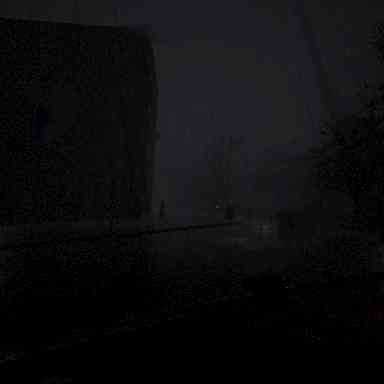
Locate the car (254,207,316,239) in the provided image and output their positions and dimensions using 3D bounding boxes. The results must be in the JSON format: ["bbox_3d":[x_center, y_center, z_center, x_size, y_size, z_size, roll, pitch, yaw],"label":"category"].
[{"bbox_3d":[5.085,1.566,17.727,1.837,1.490,4.892,2,0,40],"label":"car"}]

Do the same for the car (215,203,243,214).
[{"bbox_3d":[5.993,2.606,53.750,4.553,1.767,2.097,3,-2,18],"label":"car"}]

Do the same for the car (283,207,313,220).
[{"bbox_3d":[13.606,2.789,42.466,2.128,1.511,4.902,1,-3,37],"label":"car"}]
